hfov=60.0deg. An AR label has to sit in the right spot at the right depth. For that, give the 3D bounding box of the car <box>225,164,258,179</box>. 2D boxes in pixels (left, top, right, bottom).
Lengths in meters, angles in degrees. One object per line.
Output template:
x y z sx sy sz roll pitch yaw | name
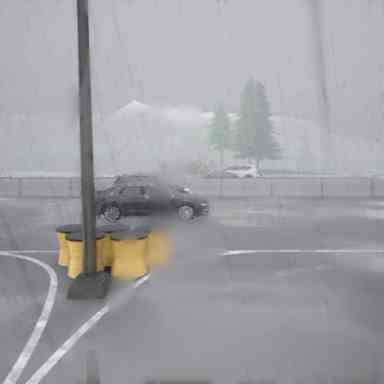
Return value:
4.818 -2.152 38.385 5.566 2.045 2.150 0 5 0 | car

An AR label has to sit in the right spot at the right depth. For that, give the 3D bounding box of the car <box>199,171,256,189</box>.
2.607 -0.831 27.947 4.718 1.301 1.895 0 5 0 | car

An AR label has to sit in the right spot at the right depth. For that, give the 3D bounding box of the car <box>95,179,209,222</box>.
-1.722 0.354 13.757 4.892 1.490 1.837 0 5 -1 | car

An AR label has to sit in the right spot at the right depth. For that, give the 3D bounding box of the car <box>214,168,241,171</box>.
2.356 -1.534 34.909 4.674 1.442 1.812 0 5 0 | car

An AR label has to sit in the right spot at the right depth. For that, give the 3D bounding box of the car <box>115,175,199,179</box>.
-2.071 -0.112 17.227 4.553 1.767 2.097 0 5 0 | car
